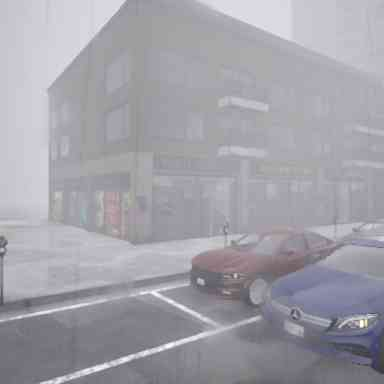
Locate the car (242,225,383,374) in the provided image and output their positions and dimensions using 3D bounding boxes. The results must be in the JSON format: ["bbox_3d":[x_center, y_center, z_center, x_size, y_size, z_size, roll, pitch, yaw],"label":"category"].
[{"bbox_3d":[3.233,1.535,5.703,4.674,1.442,1.812,0,0,-35],"label":"car"}]

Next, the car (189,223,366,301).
[{"bbox_3d":[2.003,1.554,7.964,4.507,1.381,1.887,0,0,-36],"label":"car"}]

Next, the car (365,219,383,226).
[{"bbox_3d":[6.500,1.600,11.174,4.206,1.307,1.802,0,0,-36],"label":"car"}]
